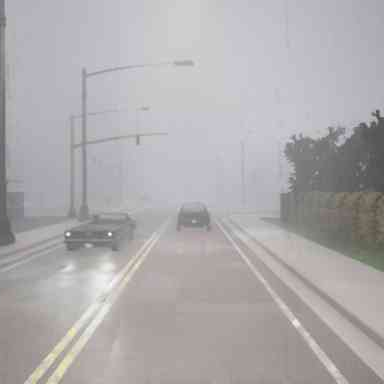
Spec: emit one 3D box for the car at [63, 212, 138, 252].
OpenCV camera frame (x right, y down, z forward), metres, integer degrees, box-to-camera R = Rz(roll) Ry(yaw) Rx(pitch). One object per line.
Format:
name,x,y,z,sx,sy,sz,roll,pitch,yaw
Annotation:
car,-3.533,1.516,13.599,1.895,1.301,4.718,0,0,0

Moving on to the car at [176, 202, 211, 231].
car,0.095,1.355,19.720,1.882,1.535,5.008,0,0,0
